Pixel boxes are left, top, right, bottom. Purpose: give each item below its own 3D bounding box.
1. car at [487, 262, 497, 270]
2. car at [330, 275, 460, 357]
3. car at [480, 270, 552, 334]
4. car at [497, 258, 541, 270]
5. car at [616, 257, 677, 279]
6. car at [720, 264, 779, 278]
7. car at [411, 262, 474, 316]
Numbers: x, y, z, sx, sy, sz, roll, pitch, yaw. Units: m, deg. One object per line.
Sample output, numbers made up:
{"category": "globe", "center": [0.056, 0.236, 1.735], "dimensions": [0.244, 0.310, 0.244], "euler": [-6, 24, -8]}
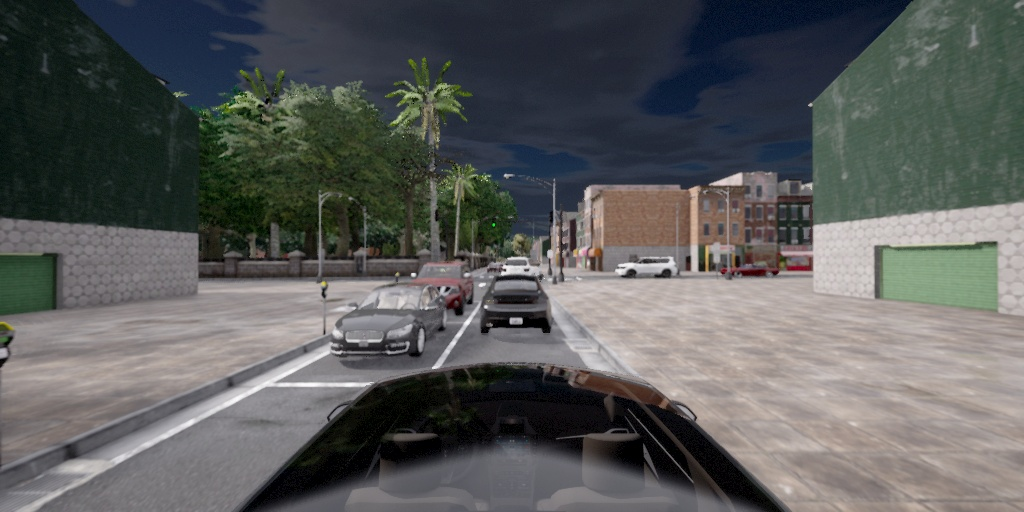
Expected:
{"category": "car", "center": [-2.631, 1.599, 52.156], "dimensions": [1.967, 1.591, 4.097], "euler": [0, 0, 0]}
{"category": "car", "center": [-2.637, 1.342, 8.548], "dimensions": [2.007, 1.370, 4.403], "euler": [0, 0, 0]}
{"category": "car", "center": [0.100, 1.310, 10.844], "dimensions": [1.837, 1.490, 4.892], "euler": [0, -1, 0]}
{"category": "car", "center": [0.857, 1.150, 27.449], "dimensions": [2.150, 2.045, 5.566], "euler": [-1, 0, 14]}
{"category": "car", "center": [12.861, 1.099, 34.385], "dimensions": [5.566, 2.045, 2.150], "euler": [0, 0, 0]}
{"category": "car", "center": [22.682, 1.417, 34.395], "dimensions": [4.718, 1.301, 1.895], "euler": [0, 0, 0]}
{"category": "car", "center": [-2.636, 1.143, 14.011], "dimensions": [2.192, 1.841, 5.009], "euler": [0, 0, 0]}
